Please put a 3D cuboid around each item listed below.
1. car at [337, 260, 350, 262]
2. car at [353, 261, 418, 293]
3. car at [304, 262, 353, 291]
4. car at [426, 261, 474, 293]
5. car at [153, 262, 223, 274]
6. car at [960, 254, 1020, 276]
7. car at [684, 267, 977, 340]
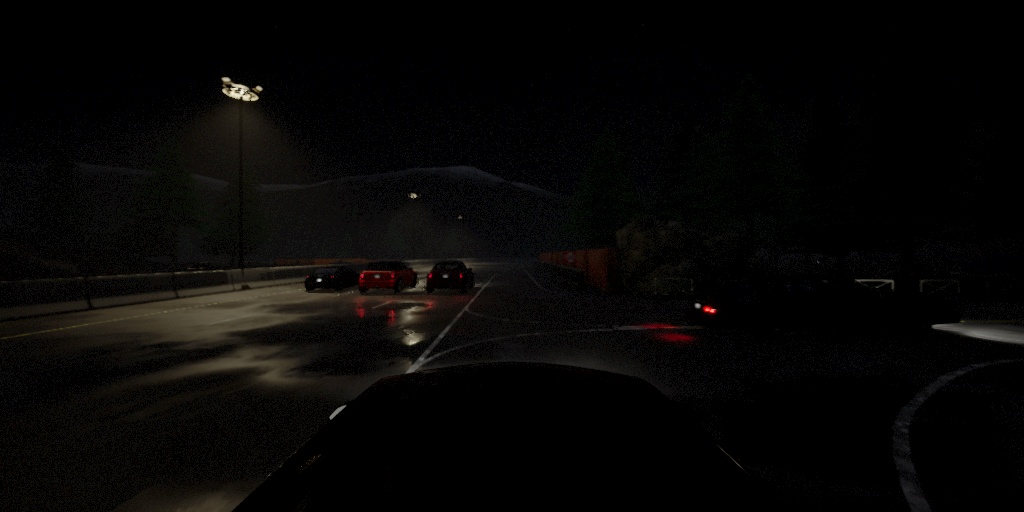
[{"bbox_3d":[-24.537,1.237,51.622,1.895,1.301,4.718,0,0,1],"label":"car"},{"bbox_3d":[-6.901,1.059,20.467,2.097,1.767,4.553,0,0,0],"label":"car"},{"bbox_3d":[-10.401,1.269,21.353,1.994,1.385,4.181,0,0,0],"label":"car"},{"bbox_3d":[-3.402,1.059,20.459,2.097,1.767,4.553,0,0,0],"label":"car"},{"bbox_3d":[-24.597,1.197,27.388,1.837,1.490,4.892,0,0,0],"label":"car"},{"bbox_3d":[47.579,0.861,34.719,2.150,2.045,5.566,0,0,1],"label":"car"},{"bbox_3d":[7.344,1.179,9.012,5.357,1.411,2.033,-4,0,9],"label":"car"}]
